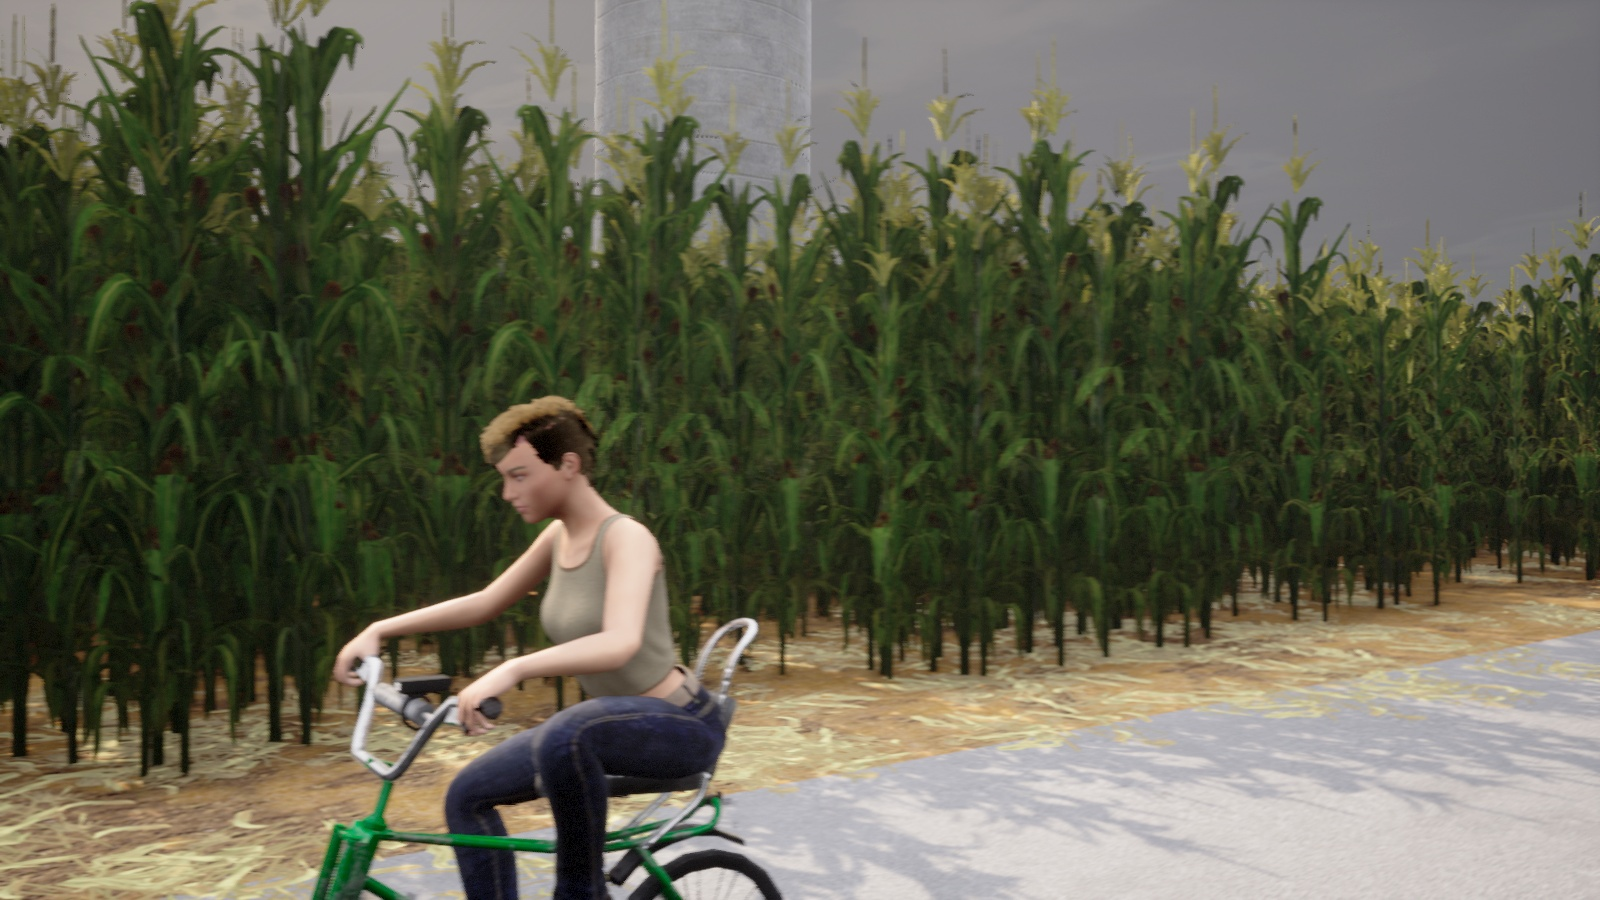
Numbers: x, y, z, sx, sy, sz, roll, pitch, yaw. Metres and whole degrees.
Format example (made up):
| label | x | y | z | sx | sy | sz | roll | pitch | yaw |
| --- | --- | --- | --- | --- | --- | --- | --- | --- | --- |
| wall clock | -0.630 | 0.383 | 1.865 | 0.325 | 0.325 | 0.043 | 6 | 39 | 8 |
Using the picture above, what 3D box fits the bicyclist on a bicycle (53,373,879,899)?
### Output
| label | x | y | z | sx | sy | sz | roll | pitch | yaw |
| --- | --- | --- | --- | --- | --- | --- | --- | --- | --- |
| bicyclist on a bicycle | -0.693 | 0.690 | 2.700 | 1.509 | 1.612 | 0.866 | 0 | 0 | -35 |
